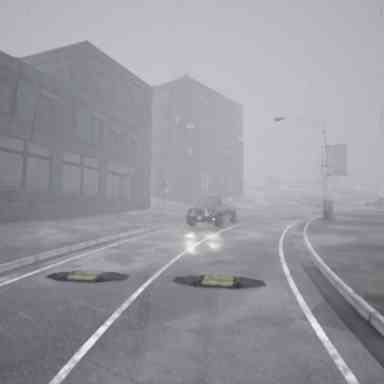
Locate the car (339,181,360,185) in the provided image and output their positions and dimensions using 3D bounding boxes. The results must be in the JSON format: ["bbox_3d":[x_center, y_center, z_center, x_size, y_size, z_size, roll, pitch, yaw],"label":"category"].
[{"bbox_3d":[37.617,-1.980,81.422,5.008,1.535,2.097,1,-5,-12],"label":"car"}]

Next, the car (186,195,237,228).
[{"bbox_3d":[1.503,1.276,23.273,2.150,2.045,5.566,-2,-1,23],"label":"car"}]

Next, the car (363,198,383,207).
[{"bbox_3d":[29.790,1.706,53.720,4.892,1.490,1.837,0,-4,-28],"label":"car"}]

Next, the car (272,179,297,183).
[{"bbox_3d":[21.284,-2.297,78.392,4.892,1.521,2.231,1,-5,-9],"label":"car"}]

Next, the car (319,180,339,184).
[{"bbox_3d":[32.184,-2.064,80.297,4.674,1.452,2.002,1,-5,-11],"label":"car"}]

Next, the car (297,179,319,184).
[{"bbox_3d":[26.729,-2.213,79.293,4.892,1.521,2.231,1,-5,-9],"label":"car"}]

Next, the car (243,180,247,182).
[{"bbox_3d":[10.488,-2.562,76.631,4.553,1.767,2.185,1,-5,-9],"label":"car"}]

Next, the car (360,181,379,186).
[{"bbox_3d":[43.001,-1.972,82.665,4.553,1.767,2.185,1,-5,-13],"label":"car"}]
